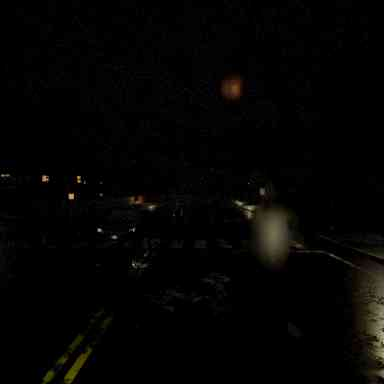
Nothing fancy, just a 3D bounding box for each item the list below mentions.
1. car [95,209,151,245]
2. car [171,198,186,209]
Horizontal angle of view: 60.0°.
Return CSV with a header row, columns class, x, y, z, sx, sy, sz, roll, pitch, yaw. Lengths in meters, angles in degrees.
class,x,y,z,sx,sy,sz,roll,pitch,yaw
car,-3.074,1.542,15.663,1.812,1.442,4.674,0,0,1
car,-1.901,1.567,47.781,2.128,1.511,4.902,0,0,3
